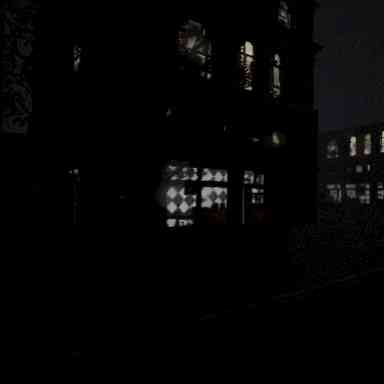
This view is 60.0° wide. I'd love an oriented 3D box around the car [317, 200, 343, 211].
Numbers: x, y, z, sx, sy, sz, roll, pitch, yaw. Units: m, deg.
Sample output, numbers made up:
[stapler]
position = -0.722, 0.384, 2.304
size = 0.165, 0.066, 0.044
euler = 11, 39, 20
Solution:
[car]
position = 17.437, 1.695, 43.357
size = 2.008, 1.369, 4.403
euler = 1, -1, -29
